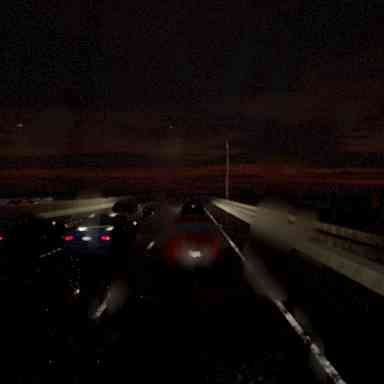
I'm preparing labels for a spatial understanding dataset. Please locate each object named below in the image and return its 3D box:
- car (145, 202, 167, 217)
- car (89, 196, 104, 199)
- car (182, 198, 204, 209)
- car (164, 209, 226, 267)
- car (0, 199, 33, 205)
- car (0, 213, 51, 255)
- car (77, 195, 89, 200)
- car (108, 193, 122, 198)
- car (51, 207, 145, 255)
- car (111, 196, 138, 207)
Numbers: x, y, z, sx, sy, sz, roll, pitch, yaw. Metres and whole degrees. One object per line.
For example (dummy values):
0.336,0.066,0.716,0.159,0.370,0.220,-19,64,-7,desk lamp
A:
-3.393,1.630,31.586,1.895,1.301,4.718,0,0,0,car
-20.977,1.552,74.558,1.895,1.301,4.718,0,0,0,car
0.107,1.382,32.838,2.097,1.767,4.553,0,0,0,car
0.093,1.538,11.373,1.812,1.442,4.674,0,0,0,car
-17.585,1.535,33.713,1.837,1.490,4.892,0,0,0,car
-6.900,1.562,13.345,2.033,1.411,5.357,0,0,0,car
-24.476,1.455,75.979,2.033,1.411,5.357,0,0,0,car
-17.477,1.140,75.945,2.150,2.045,5.566,0,0,0,car
-3.400,1.562,13.298,2.033,1.411,5.357,0,0,0,car
-6.890,1.508,34.732,1.882,1.535,5.008,0,0,0,car
